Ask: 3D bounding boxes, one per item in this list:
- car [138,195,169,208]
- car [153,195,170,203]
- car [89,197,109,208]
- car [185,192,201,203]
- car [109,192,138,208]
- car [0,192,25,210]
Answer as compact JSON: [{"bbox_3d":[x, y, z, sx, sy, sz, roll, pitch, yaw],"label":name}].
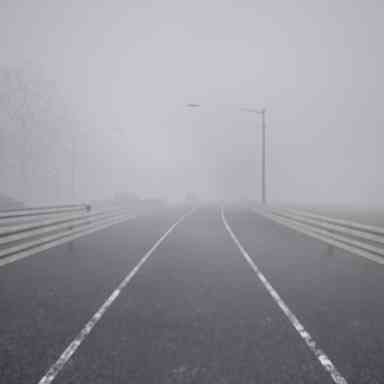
[{"bbox_3d":[-4.928,1.312,43.950,2.128,1.511,4.902,0,0,12],"label":"car"},{"bbox_3d":[-6.303,1.351,68.859,1.882,1.535,5.008,0,0,14],"label":"car"},{"bbox_3d":[-11.983,1.346,44.405,1.812,1.442,4.674,0,0,12],"label":"car"},{"bbox_3d":[0.255,1.088,66.280,2.150,2.045,5.566,0,0,14],"label":"car"},{"bbox_3d":[-8.463,1.042,44.211,2.150,2.045,5.566,0,0,12],"label":"car"},{"bbox_3d":[-15.721,1.004,26.124,2.150,2.045,5.566,0,0,11],"label":"car"}]
